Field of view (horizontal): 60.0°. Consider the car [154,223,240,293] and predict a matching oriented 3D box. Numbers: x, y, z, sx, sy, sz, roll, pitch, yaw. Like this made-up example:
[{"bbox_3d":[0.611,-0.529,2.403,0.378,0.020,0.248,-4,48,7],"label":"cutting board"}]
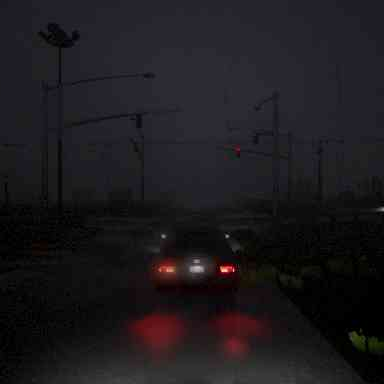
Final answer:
[{"bbox_3d":[0.094,1.547,8.956,2.033,1.411,5.357,0,0,0],"label":"car"}]
